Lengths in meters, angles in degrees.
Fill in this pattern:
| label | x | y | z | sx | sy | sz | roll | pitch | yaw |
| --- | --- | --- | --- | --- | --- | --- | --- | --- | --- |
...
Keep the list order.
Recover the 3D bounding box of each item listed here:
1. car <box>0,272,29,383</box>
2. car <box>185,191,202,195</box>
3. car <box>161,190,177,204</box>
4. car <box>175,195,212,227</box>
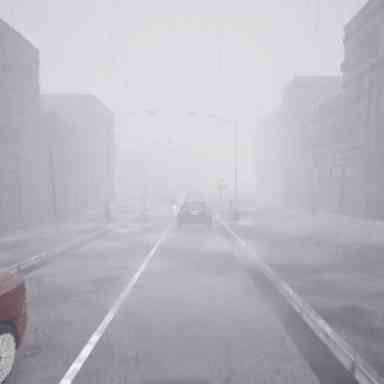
| label | x | y | z | sx | sy | sz | roll | pitch | yaw |
| --- | --- | --- | --- | --- | --- | --- | --- | --- | --- |
| car | -3.095 | 1.476 | 2.347 | 1.882 | 1.535 | 5.008 | 0 | 0 | 0 |
| car | 0.231 | 0.581 | 41.781 | 2.097 | 1.767 | 4.553 | 0 | 4 | 0 |
| car | -2.954 | 0.582 | 43.061 | 1.882 | 1.535 | 5.008 | 1 | 5 | 0 |
| car | 0.169 | 1.303 | 22.290 | 2.097 | 1.767 | 4.553 | 0 | 1 | 0 |
